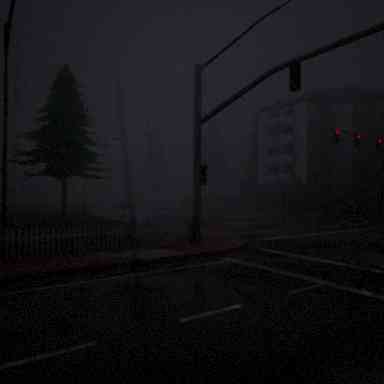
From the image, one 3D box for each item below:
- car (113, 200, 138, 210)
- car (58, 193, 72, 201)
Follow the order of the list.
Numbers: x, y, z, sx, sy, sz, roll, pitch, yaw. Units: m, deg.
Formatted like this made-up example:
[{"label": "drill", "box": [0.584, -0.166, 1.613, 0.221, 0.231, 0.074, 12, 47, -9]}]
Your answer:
[{"label": "car", "box": [-9.157, 1.798, 45.937, 1.895, 1.301, 4.718, 1, 0, -34]}, {"label": "car", "box": [-33.891, 1.393, 88.607, 2.150, 2.045, 5.566, 1, 0, -42]}]
